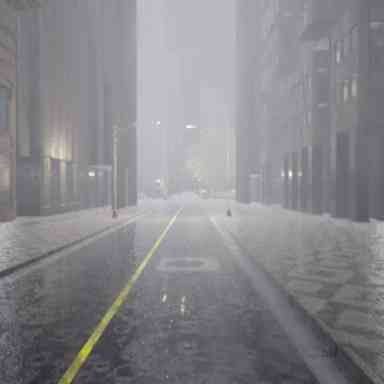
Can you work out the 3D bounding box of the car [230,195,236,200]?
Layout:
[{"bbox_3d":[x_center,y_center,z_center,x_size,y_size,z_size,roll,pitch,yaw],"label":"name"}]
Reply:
[{"bbox_3d":[12.075,1.613,90.605,4.313,1.339,1.947,0,1,0],"label":"car"}]

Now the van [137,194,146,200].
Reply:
[{"bbox_3d":[-14.582,1.337,90.735,3.998,1.788,1.690,0,1,0],"label":"van"}]
